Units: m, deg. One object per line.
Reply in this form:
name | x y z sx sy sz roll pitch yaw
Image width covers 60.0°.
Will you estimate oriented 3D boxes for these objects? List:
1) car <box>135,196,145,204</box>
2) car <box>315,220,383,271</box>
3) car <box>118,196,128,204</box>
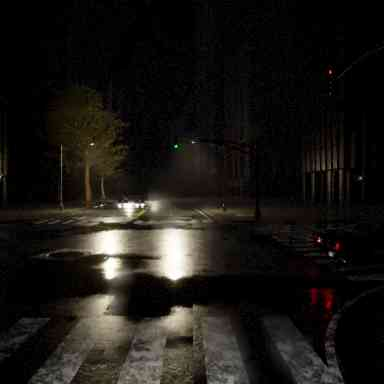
car | -10.477 1.538 66.843 2.128 1.511 4.902 0 0 -9
car | 6.337 1.503 9.928 4.718 1.301 1.895 -1 0 0
car | -13.689 1.538 66.345 2.128 1.511 4.902 0 0 -9
